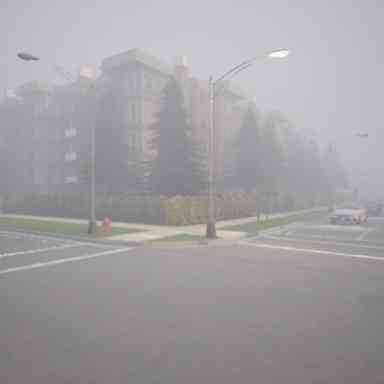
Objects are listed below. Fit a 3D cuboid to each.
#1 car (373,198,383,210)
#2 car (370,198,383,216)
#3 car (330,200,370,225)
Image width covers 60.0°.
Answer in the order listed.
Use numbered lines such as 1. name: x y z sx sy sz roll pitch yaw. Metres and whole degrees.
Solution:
1. car: 25.660 1.546 44.398 2.033 1.411 5.357 0 0 35
2. car: 17.123 1.524 32.284 1.812 1.442 4.674 0 0 35
3. car: 11.467 1.524 24.230 1.812 1.442 4.674 0 0 35
